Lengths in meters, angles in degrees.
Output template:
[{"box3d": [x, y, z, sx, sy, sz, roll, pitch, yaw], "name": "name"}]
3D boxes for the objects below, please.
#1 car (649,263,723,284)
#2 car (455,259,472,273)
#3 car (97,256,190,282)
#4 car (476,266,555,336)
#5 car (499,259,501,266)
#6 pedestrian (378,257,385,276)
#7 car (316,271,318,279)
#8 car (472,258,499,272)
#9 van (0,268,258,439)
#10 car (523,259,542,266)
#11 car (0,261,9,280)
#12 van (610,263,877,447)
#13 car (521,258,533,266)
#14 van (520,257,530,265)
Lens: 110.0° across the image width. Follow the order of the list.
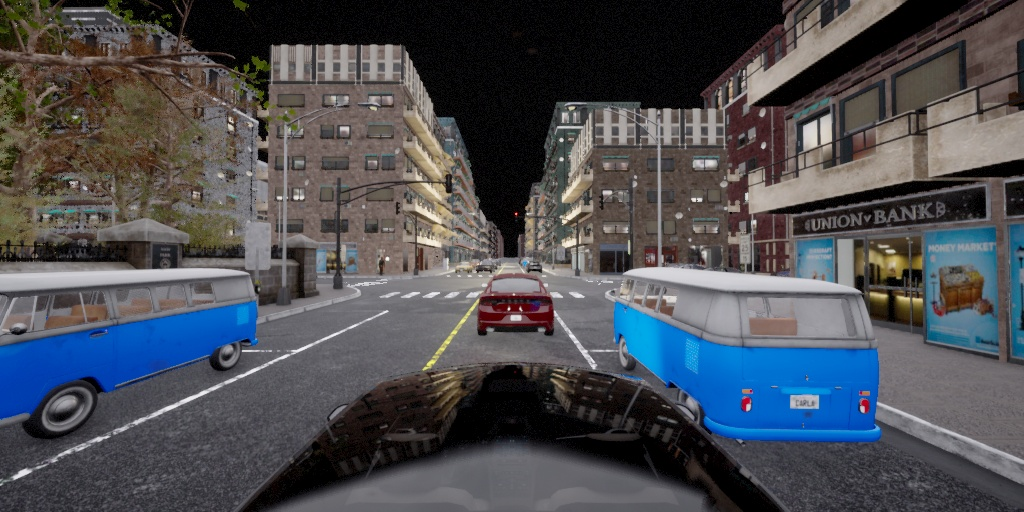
[{"box3d": [13.772, 1.364, 28.667, 4.902, 1.511, 2.128, 0, -1, 1], "name": "car"}, {"box3d": [-5.725, 1.290, 42.885, 1.751, 1.417, 4.829, 0, 0, 0], "name": "car"}, {"box3d": [-26.484, 0.946, 25.905, 4.553, 1.767, 2.097, 0, -1, 1], "name": "car"}, {"box3d": [0.090, 1.230, 10.475, 1.882, 1.535, 5.008, 0, 0, 0], "name": "car"}, {"box3d": [-3.133, 1.259, 53.539, 2.128, 1.511, 4.902, 0, 0, 0], "name": "car"}, {"box3d": [-12.568, 0.968, 34.491, 0.375, 1.860, 0.375, 0, -1, 1], "name": "pedestrian"}, {"box3d": [-16.626, 1.139, 25.794, 4.902, 1.511, 2.128, 0, -1, 1], "name": "car"}, {"box3d": [-3.114, 1.312, 43.114, 2.033, 1.411, 5.357, 0, 0, 3], "name": "car"}, {"box3d": [-5.659, 1.092, 5.110, 1.690, 1.789, 3.998, 0, 0, 0], "name": "van"}, {"box3d": [2.655, 1.330, 43.063, 1.948, 1.339, 4.313, 0, 0, 0], "name": "car"}, {"box3d": [-40.653, 1.066, 26.070, 5.357, 1.411, 2.033, 0, -1, 1], "name": "car"}, {"box3d": [2.655, 1.092, 5.116, 1.690, 1.789, 3.998, 0, 0, 0], "name": "van"}, {"box3d": [2.650, 1.317, 48.705, 2.007, 1.370, 4.403, 0, 0, 0], "name": "car"}, {"box3d": [2.640, 1.112, 59.990, 1.690, 1.789, 3.998, 0, 0, 0], "name": "van"}]
